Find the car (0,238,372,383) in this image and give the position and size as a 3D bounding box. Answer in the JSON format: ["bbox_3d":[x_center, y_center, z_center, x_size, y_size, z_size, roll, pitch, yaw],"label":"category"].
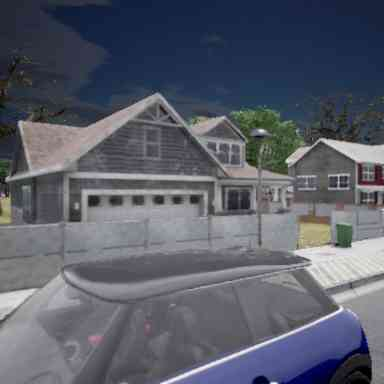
[{"bbox_3d":[-0.552,1.360,2.676,4.553,1.767,2.097,1,0,-36],"label":"car"}]
